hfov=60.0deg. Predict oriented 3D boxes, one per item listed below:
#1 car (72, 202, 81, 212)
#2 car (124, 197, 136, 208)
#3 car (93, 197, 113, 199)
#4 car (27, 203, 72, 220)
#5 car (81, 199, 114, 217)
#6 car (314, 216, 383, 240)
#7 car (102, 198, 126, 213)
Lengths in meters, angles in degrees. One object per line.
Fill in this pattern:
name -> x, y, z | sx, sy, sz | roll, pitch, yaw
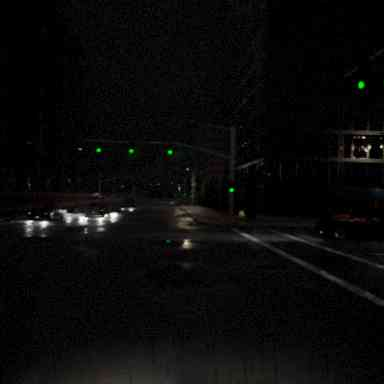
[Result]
car -> -13.840, 1.929, 41.316 | 1.895, 1.301, 4.718 | 1, -1, -4
car -> -11.765, 1.865, 61.924 | 2.150, 2.045, 5.566 | 1, -1, -4
car -> -14.928, 2.065, 56.672 | 2.033, 1.411, 5.357 | 1, -1, -4
car -> -13.051, 1.740, 30.375 | 2.033, 1.411, 5.357 | 1, -1, -3
car -> -9.873, 1.818, 35.259 | 1.837, 1.490, 4.892 | 1, -1, -4
car -> 9.633, 2.028, 19.270 | 4.718, 1.301, 1.895 | 1, -1, -3
car -> -10.570, 1.918, 44.619 | 2.128, 1.511, 4.902 | 1, -1, -4
